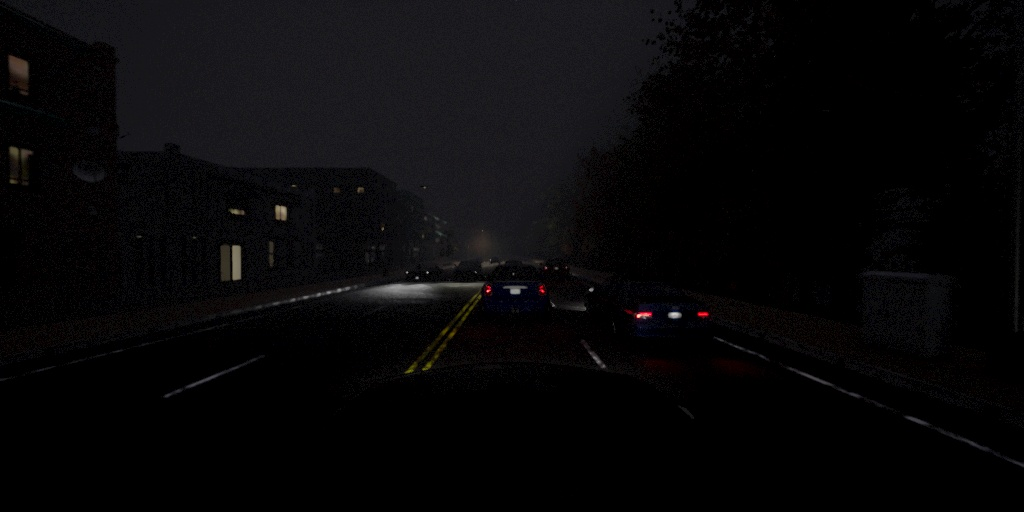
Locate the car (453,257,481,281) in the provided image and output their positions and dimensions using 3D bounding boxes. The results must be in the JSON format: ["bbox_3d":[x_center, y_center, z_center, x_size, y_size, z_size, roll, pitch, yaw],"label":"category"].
[{"bbox_3d":[-3.337,1.083,27.876,1.882,1.535,5.008,0,0,0],"label":"car"}]

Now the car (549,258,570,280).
[{"bbox_3d":[3.360,0.950,29.272,2.097,1.767,4.553,0,0,0],"label":"car"}]

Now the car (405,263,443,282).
[{"bbox_3d":[-6.589,1.209,27.116,1.895,1.301,4.718,0,0,0],"label":"car"}]

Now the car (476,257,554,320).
[{"bbox_3d":[0.099,1.041,12.540,2.097,1.767,4.553,0,0,0],"label":"car"}]

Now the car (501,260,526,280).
[{"bbox_3d":[0.110,1.100,29.631,1.837,1.490,4.892,0,0,0],"label":"car"}]

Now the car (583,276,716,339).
[{"bbox_3d":[3.349,1.253,9.873,2.033,1.411,5.357,0,0,0],"label":"car"}]
